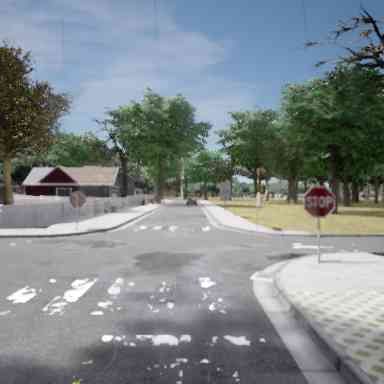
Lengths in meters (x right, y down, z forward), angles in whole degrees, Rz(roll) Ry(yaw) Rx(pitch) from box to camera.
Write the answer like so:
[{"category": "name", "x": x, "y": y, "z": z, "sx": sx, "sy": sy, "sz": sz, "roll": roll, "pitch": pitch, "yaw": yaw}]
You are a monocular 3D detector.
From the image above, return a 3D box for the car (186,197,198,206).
[{"category": "car", "x": -0.043, "y": 1.645, "z": 58.682, "sx": 1.812, "sy": 1.442, "sz": 4.674, "roll": 0, "pitch": 0, "yaw": 0}]
